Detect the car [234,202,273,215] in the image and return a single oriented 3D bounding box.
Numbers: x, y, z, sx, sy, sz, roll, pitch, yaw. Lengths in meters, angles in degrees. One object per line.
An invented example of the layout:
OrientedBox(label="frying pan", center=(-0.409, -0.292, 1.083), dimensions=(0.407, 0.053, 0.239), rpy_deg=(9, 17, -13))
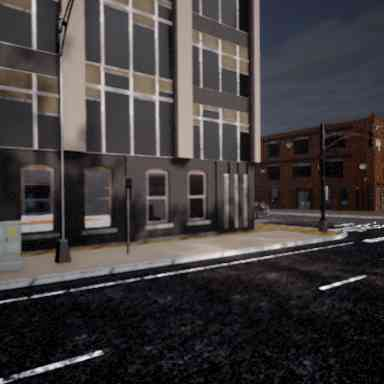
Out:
OrientedBox(label="car", center=(7.227, 1.894, 39.556), dimensions=(2.008, 1.369, 4.403), rpy_deg=(-2, 0, -37))

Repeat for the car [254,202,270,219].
OrientedBox(label="car", center=(4.789, 1.894, 32.948), dimensions=(2.033, 1.411, 5.357), rpy_deg=(-1, 0, -37))
